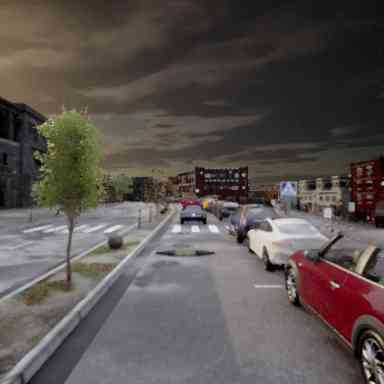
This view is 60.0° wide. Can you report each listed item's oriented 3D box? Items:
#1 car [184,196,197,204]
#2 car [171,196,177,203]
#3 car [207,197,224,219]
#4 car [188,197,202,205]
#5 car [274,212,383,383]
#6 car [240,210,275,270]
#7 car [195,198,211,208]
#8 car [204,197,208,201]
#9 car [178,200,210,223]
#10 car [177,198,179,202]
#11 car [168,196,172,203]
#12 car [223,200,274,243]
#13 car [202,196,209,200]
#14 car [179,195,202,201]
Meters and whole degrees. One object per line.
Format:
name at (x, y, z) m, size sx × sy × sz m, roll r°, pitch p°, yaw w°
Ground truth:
car at (-0.319, 1.734, 71.588) m, size 2.185 × 1.767 × 4.553 m, roll 0°, pitch -1°, yaw -9°
car at (-3.482, 2.225, 87.932) m, size 2.002 × 1.452 × 4.674 m, roll 0°, pitch -1°, yaw -12°
car at (2.986, 1.535, 32.839) m, size 2.231 × 1.521 × 4.892 m, roll 0°, pitch 0°, yaw 0°
car at (0.522, 1.795, 66.014) m, size 2.231 × 1.521 × 4.892 m, roll 0°, pitch 0°, yaw -7°
car at (2.997, 1.358, 5.208) m, size 2.185 × 1.767 × 4.553 m, roll 0°, pitch 0°, yaw 0°
car at (2.996, 1.530, 10.884) m, size 2.002 × 1.452 × 4.674 m, roll 0°, pitch 0°, yaw 0°
car at (1.795, 1.736, 55.148) m, size 2.163 × 1.488 × 4.792 m, roll 0°, pitch 0°, yaw -5°
car at (2.872, 1.613, 38.385) m, size 2.002 × 1.452 × 4.674 m, roll 0°, pitch 0°, yaw -1°
car at (0.096, 1.592, 25.617) m, size 1.994 × 1.385 × 4.181 m, roll 0°, pitch 0°, yaw 0°
car at (-1.258, 1.695, 77.121) m, size 2.435 × 2.045 × 5.566 m, roll 0°, pitch -1°, yaw -10°
car at (-4.752, 2.377, 93.325) m, size 2.002 × 1.452 × 4.674 m, roll 0°, pitch -2°, yaw -14°
car at (2.996, 1.371, 16.377) m, size 2.185 × 1.767 × 4.553 m, roll 0°, pitch 0°, yaw 0°
car at (2.291, 1.535, 49.443) m, size 2.185 × 1.767 × 4.553 m, roll 0°, pitch 0°, yaw -4°
car at (-0.274, 1.350, 42.875) m, size 2.150 × 2.045 × 5.566 m, roll 0°, pitch 0°, yaw -3°
